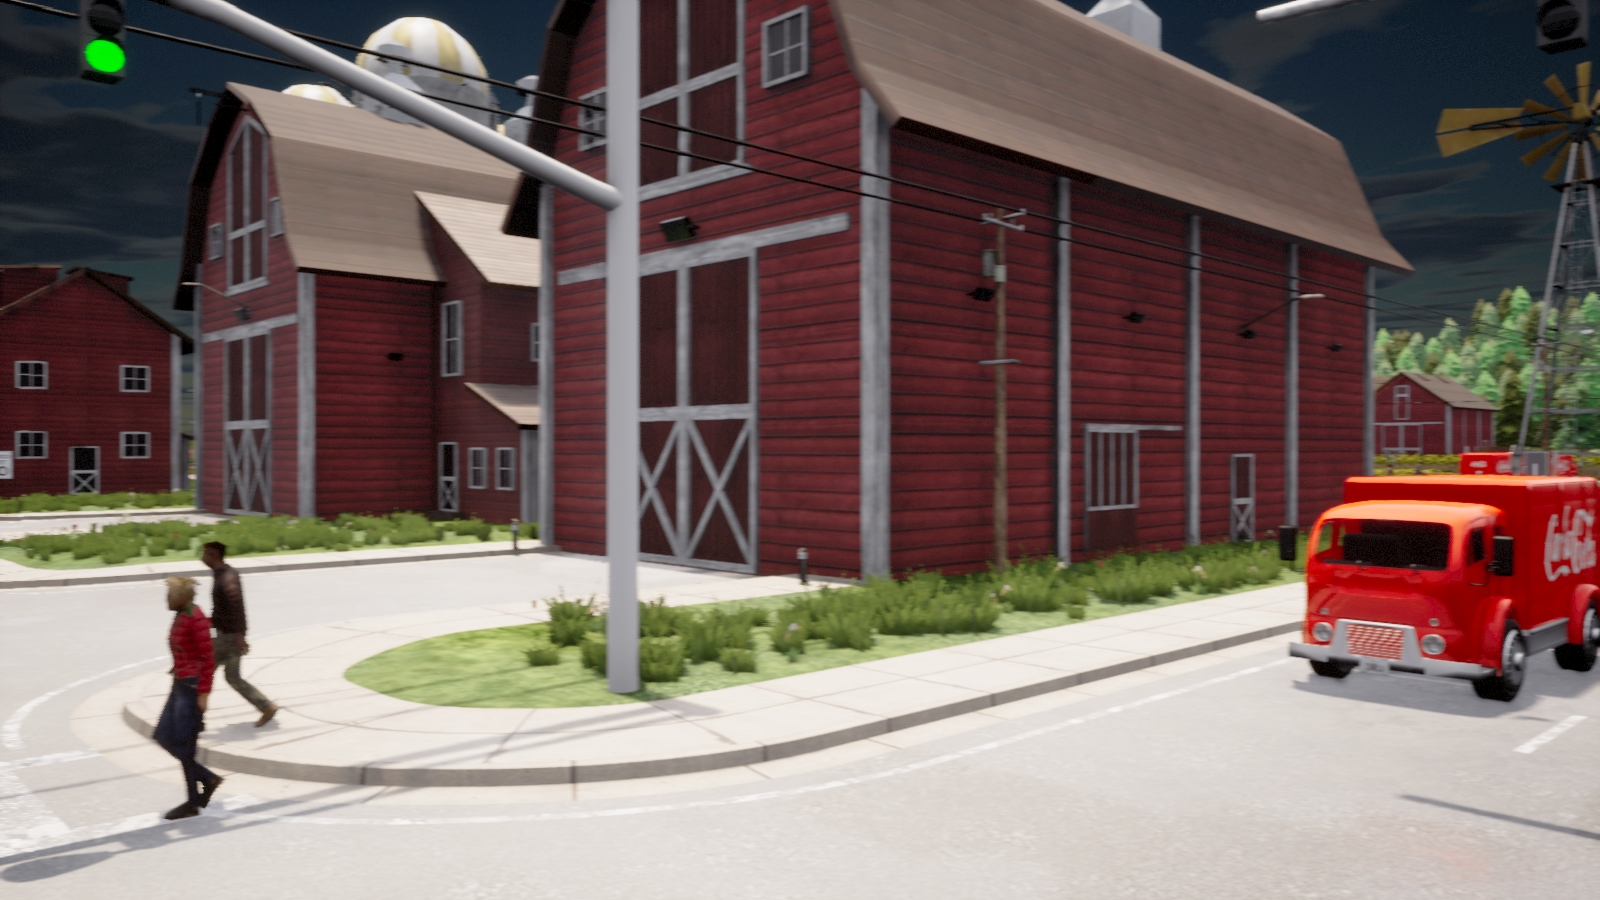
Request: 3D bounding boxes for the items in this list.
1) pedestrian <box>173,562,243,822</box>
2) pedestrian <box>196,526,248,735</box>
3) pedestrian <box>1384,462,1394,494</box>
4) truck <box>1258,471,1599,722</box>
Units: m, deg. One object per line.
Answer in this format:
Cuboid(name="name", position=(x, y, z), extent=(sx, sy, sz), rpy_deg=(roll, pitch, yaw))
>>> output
Cuboid(name="pedestrian", position=(-4.499, 1.808, 8.681), extent=(0.375, 1.860, 0.375), rpy_deg=(0, 0, -44))
Cuboid(name="pedestrian", position=(-5.349, 1.655, 10.589), extent=(0.375, 1.860, 0.375), rpy_deg=(0, 0, -18))
Cuboid(name="pedestrian", position=(34.144, 1.607, 66.241), extent=(0.375, 1.860, 0.375), rpy_deg=(0, 0, -23))
Cuboid(name="truck", position=(8.239, 1.547, 14.432), extent=(5.204, 2.467, 2.627), rpy_deg=(0, 0, -43))
